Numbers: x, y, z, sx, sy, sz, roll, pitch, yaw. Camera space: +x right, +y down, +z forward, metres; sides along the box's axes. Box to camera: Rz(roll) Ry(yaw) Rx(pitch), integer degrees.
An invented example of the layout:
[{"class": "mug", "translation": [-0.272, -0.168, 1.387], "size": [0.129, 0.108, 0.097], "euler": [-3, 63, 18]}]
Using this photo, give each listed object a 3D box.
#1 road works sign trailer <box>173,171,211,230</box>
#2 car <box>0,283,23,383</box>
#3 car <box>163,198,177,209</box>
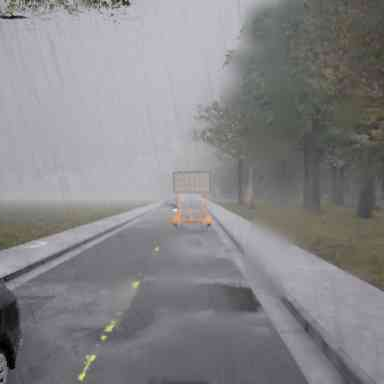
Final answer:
[{"class": "road works sign trailer", "translation": [-0.002, 0.448, 21.095], "size": [2.380, 3.560, 2.880], "euler": [0, 0, 0]}, {"class": "car", "translation": [-2.851, 1.490, 1.830], "size": [2.128, 1.511, 4.902], "euler": [0, 0, 0]}, {"class": "car", "translation": [-2.834, 1.511, 45.472], "size": [2.033, 1.411, 5.357], "euler": [0, 0, 0]}]
